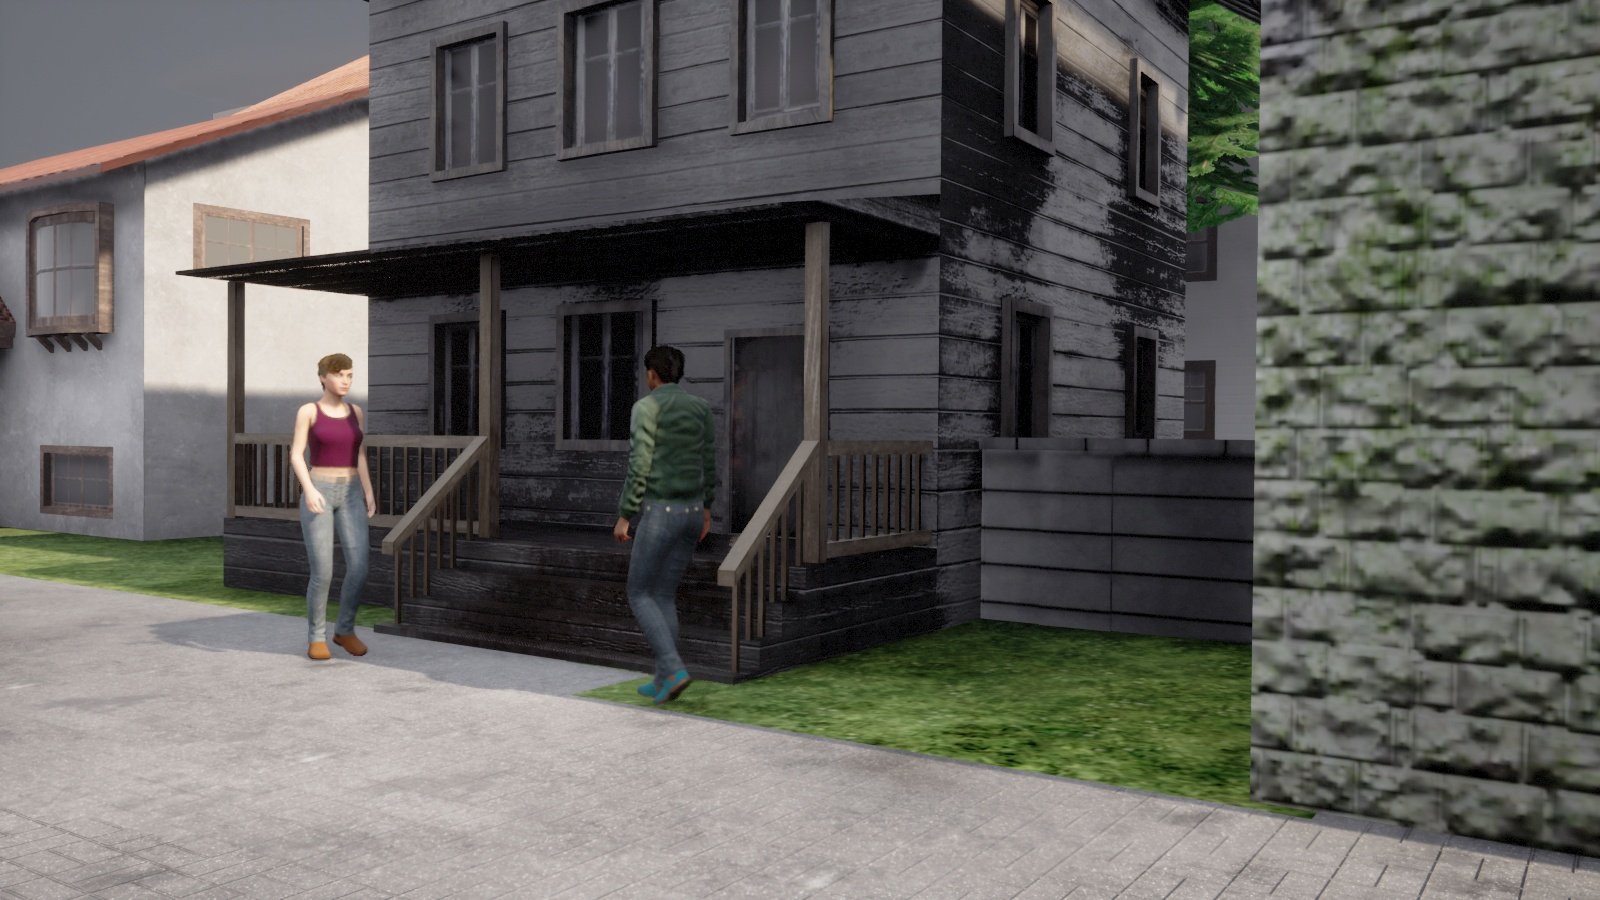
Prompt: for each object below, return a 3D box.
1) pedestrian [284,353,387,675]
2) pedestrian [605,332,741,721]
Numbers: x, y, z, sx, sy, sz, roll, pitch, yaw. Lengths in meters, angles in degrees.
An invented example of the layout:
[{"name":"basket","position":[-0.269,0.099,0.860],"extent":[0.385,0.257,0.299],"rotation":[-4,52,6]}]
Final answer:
[{"name":"pedestrian","position":[-2.773,0.364,7.490],"extent":[0.345,1.836,0.594],"rotation":[-1,1,-44]},{"name":"pedestrian","position":[-0.641,0.361,6.300],"extent":[0.614,1.847,0.353],"rotation":[0,1,45]}]
